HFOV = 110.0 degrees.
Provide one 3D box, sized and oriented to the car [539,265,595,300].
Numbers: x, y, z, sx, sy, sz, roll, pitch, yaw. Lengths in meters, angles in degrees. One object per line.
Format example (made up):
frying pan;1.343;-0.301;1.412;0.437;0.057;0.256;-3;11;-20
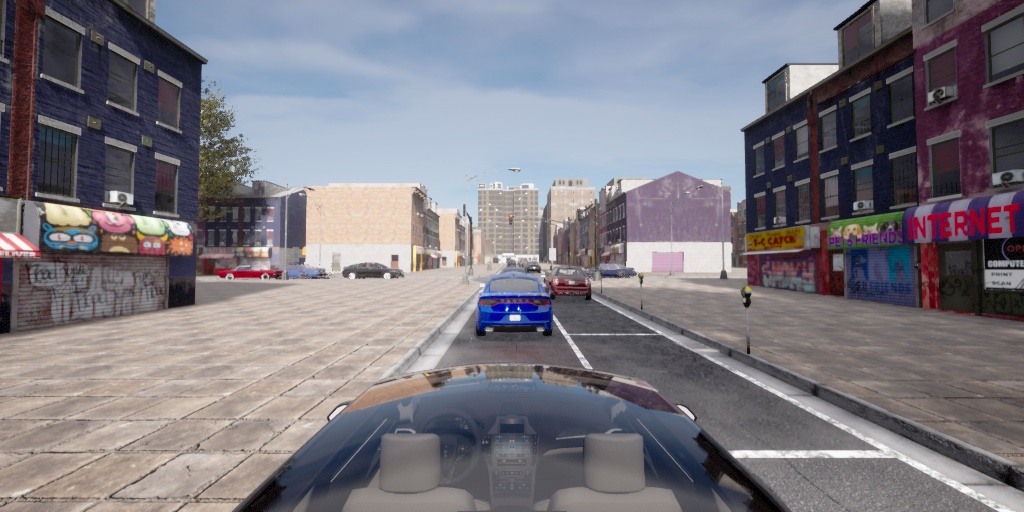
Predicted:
car;2.628;1.207;17.850;1.967;1.591;4.097;0;0;0

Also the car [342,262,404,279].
car;-11.519;1.272;29.903;4.892;1.490;1.837;0;-2;2

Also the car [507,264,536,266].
car;0.092;1.293;18.049;1.812;1.442;4.674;0;0;0

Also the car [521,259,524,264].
car;2.614;1.454;50.030;1.948;1.339;4.313;0;0;0

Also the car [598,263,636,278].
car;8.456;1.369;32.723;5.357;1.411;2.033;0;-2;0

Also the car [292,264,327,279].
car;-19.974;1.467;32.889;5.357;1.411;2.033;0;-2;0

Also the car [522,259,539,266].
car;2.617;1.422;44.594;1.948;1.339;4.313;0;0;0

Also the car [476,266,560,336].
car;0.035;1.234;10.498;1.882;1.535;5.008;0;0;-1

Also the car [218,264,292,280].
car;-21.518;1.438;29.947;4.718;1.301;1.895;-1;-2;0

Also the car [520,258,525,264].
car;2.612;1.451;55.636;1.751;1.417;4.829;0;0;0
